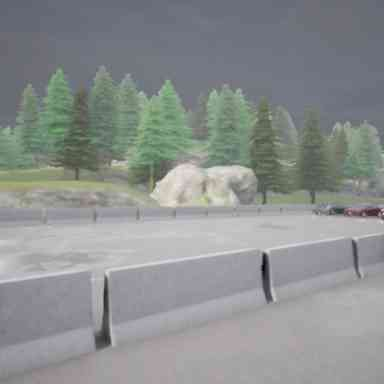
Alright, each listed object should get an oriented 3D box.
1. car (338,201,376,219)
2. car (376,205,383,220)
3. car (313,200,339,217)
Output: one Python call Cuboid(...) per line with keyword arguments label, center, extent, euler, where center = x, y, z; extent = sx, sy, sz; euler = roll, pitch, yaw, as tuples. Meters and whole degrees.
Cuboid(label="car", center=(17.211, 1.832, 33.372), extent=(5.008, 1.535, 1.882), euler=(1, -1, -35))
Cuboid(label="car", center=(19.344, 1.714, 30.594), extent=(4.553, 1.767, 2.097), euler=(1, -1, -35))
Cuboid(label="car", center=(15.228, 1.703, 36.254), extent=(4.553, 1.767, 2.097), euler=(1, -1, -35))
